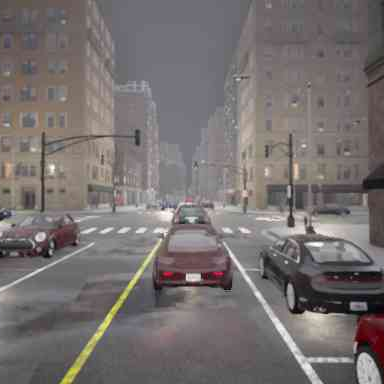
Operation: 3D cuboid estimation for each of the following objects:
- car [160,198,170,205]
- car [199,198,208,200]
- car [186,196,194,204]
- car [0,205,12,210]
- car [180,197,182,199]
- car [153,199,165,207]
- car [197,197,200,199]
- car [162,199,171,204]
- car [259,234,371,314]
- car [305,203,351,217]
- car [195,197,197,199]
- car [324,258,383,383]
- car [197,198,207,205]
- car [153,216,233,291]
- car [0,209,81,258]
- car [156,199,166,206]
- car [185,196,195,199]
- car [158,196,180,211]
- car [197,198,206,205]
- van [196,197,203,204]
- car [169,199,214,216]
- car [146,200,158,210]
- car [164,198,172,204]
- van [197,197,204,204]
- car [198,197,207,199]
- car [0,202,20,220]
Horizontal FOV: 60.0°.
[{"bbox_3d":[-6.372,2.171,78.884,1.967,1.590,4.097,0,-1,-1],"label":"car"},{"bbox_3d":[2.457,1.989,51.436,1.887,1.381,4.507,0,-1,-1],"label":"car"},{"bbox_3d":[-0.629,2.073,88.883,2.150,2.045,5.566,0,-1,-1],"label":"car"},{"bbox_3d":[-17.141,1.324,25.730,5.566,2.045,2.150,0,-1,0],"label":"car"},{"bbox_3d":[-3.403,2.107,68.340,2.128,1.511,4.902,0,-1,-1],"label":"car"},{"bbox_3d":[-6.190,2.097,62.360,1.887,1.381,4.507,0,-1,-1],"label":"car"},{"bbox_3d":[2.333,2.081,62.619,1.752,1.417,4.829,0,-1,-1],"label":"car"},{"bbox_3d":[-6.434,2.376,84.389,1.802,1.307,4.206,0,-1,-1],"label":"car"},{"bbox_3d":[2.663,1.612,7.511,2.008,1.369,4.403,0,0,0],"label":"car"},{"bbox_3d":[14.653,1.927,35.918,4.674,1.442,1.812,0,-1,1],"label":"car"},{"bbox_3d":[2.275,1.926,67.958,2.192,1.841,5.009,0,-1,-1],"label":"car"},{"bbox_3d":[2.672,1.562,2.020,1.887,1.381,4.507,0,0,0],"label":"car"},{"bbox_3d":[2.213,2.111,73.464,1.967,1.590,4.097,0,-1,-1],"label":"car"},{"bbox_3d":[0.009,1.601,9.098,1.812,1.442,4.674,0,0,0],"label":"car"},{"bbox_3d":[-5.871,1.547,12.986,1.967,1.590,4.097,0,0,0],"label":"car"},{"bbox_3d":[-6.251,2.192,67.867,1.802,1.307,4.206,0,-1,-1],"label":"car"},{"bbox_3d":[-0.510,1.948,78.165,2.150,2.045,5.566,0,-1,-1],"label":"car"},{"bbox_3d":[-3.277,1.635,48.104,2.150,2.045,5.566,0,-1,-1],"label":"car"},{"bbox_3d":[2.152,2.172,78.969,1.967,1.590,4.097,0,-1,-1],"label":"car"},{"bbox_3d":[2.031,2.202,89.984,1.690,1.788,3.998,0,-1,-1],"label":"van"},{"bbox_3d":[-0.145,1.501,19.422,2.097,1.767,4.553,0,0,-3],"label":"car"},{"bbox_3d":[-6.067,1.994,51.345,2.008,1.369,4.403,0,-1,-1],"label":"car"},{"bbox_3d":[-6.495,2.425,89.897,1.947,1.339,4.313,0,-1,-1],"label":"car"},{"bbox_3d":[2.092,2.136,84.477,1.690,1.788,3.998,0,-1,-1],"label":"van"},{"bbox_3d":[2.396,2.064,56.942,1.947,1.339,4.313,0,-1,-1],"label":"car"},{"bbox_3d":[-18.016,1.641,28.969,4.902,1.511,2.128,0,-1,0],"label":"car"}]
